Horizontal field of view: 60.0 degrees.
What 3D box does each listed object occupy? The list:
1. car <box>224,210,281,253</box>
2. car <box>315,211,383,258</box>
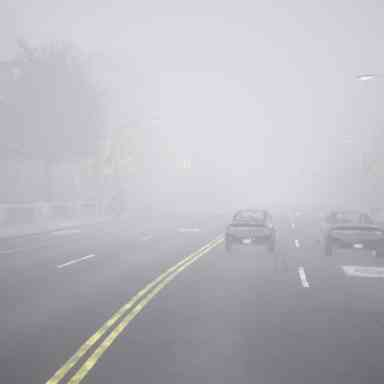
[{"bbox_3d":[2.568,1.493,13.821,2.128,1.511,4.902,0,0,16],"label":"car"},{"bbox_3d":[5.932,1.493,12.855,2.128,1.511,4.902,0,0,16],"label":"car"}]
